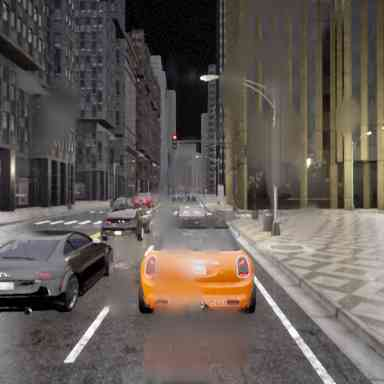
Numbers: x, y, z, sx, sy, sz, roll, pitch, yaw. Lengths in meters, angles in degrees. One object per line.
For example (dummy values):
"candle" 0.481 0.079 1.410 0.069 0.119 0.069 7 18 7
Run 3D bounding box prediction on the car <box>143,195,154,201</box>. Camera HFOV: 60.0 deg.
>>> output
"car" -9.842 1.402 75.658 1.895 1.301 4.718 0 0 0

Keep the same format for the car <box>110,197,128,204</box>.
"car" -9.899 1.429 45.368 1.837 1.490 4.892 0 0 0

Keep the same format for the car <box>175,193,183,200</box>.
"car" -3.352 1.118 84.332 1.837 1.490 4.892 0 0 0

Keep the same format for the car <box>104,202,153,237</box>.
"car" -3.167 1.492 16.581 1.837 1.490 4.892 0 0 0

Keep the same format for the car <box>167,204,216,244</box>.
"car" 0.012 1.479 16.788 2.128 1.511 4.902 0 0 1

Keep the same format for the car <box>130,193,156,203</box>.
"car" -6.648 1.144 45.807 2.150 2.045 5.566 0 0 0

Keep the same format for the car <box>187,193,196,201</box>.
"car" -0.089 1.337 74.331 1.812 1.442 4.674 0 0 0

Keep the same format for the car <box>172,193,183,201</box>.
"car" -3.339 1.168 74.296 2.097 1.767 4.553 0 0 0

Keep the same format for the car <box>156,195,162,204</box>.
"car" -6.631 1.388 62.570 1.812 1.442 4.674 0 0 0

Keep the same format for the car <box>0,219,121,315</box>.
"car" -3.165 1.561 7.641 1.994 1.385 4.181 0 0 0

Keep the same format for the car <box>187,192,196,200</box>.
"car" -0.101 0.973 84.305 2.097 1.767 4.553 0 0 0

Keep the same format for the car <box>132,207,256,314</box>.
"car" 0.095 1.349 7.781 2.097 1.767 4.553 0 0 0

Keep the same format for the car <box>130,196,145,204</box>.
"car" -9.890 1.435 60.475 1.994 1.385 4.181 0 0 0
